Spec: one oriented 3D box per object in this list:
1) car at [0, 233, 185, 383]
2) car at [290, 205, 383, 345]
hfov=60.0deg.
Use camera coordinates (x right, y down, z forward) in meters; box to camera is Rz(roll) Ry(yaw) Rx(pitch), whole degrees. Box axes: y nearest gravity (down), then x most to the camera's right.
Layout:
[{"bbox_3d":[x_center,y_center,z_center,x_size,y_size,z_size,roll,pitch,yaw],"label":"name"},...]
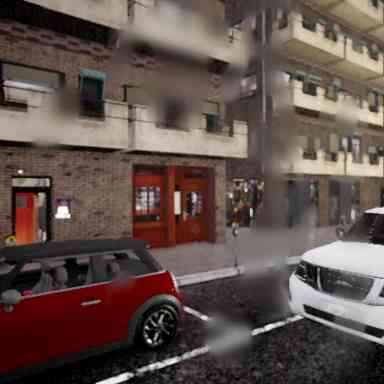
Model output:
[{"bbox_3d":[-2.194,1.445,4.547,4.097,1.590,1.967,0,-1,-36],"label":"car"},{"bbox_3d":[4.224,1.260,6.121,5.566,2.045,2.150,0,0,-36],"label":"car"}]
